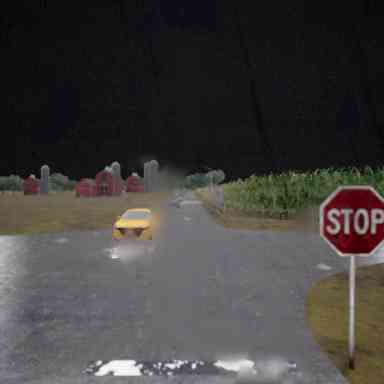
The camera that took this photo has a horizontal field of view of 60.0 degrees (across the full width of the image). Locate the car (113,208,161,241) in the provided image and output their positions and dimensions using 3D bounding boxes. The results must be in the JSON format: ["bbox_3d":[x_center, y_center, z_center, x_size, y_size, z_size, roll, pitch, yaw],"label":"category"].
[{"bbox_3d":[-2.765,1.609,17.516,1.882,1.535,5.008,0,0,0],"label":"car"}]

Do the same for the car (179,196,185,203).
[{"bbox_3d":[-2.825,1.841,80.242,1.837,1.490,4.892,0,0,0],"label":"car"}]

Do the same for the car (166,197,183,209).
[{"bbox_3d":[-2.799,1.818,49.720,2.033,1.411,5.357,0,0,0],"label":"car"}]
